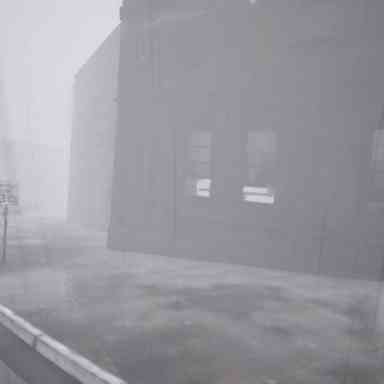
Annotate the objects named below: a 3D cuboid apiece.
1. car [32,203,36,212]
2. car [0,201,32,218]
[{"bbox_3d":[-23.088,1.896,44.798,1.882,1.535,5.008,4,-1,5],"label":"car"},{"bbox_3d":[-19.585,1.936,35.717,2.128,1.511,4.902,4,-2,-5],"label":"car"}]
